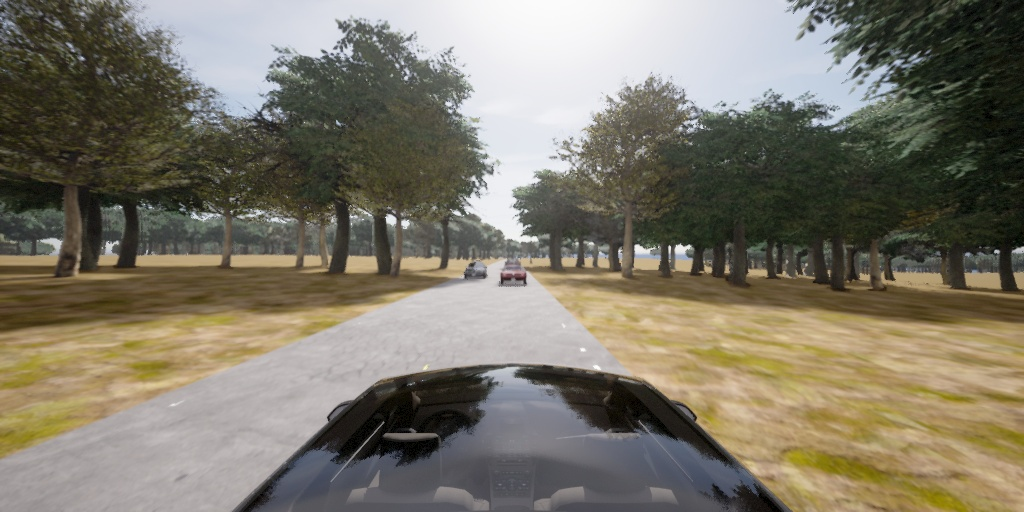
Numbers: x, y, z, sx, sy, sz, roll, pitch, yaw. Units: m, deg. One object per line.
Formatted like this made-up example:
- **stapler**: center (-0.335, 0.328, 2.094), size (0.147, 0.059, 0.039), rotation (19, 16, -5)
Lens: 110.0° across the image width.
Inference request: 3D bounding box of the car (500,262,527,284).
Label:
- **car**: center (0.105, 1.314, 26.646), size (1.895, 1.301, 4.718), rotation (0, 0, 0)

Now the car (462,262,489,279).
- **car**: center (-3.093, 1.233, 31.488), size (1.812, 1.442, 4.674), rotation (0, 0, 0)

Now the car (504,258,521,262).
- **car**: center (0.102, 1.051, 43.826), size (2.097, 1.767, 4.553), rotation (0, 0, 0)
